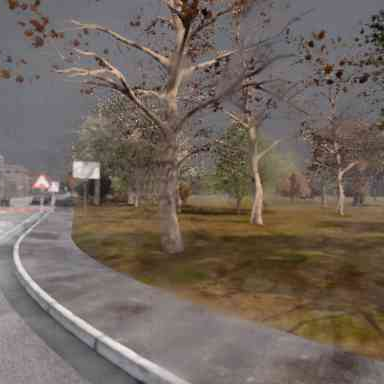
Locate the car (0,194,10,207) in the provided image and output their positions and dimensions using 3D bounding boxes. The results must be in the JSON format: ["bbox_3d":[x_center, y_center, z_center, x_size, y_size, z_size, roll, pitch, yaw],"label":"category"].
[{"bbox_3d":[-21.898,1.025,37.569,1.837,1.490,4.892,0,1,-19],"label":"car"}]

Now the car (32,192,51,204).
[{"bbox_3d":[-22.240,0.978,48.738,1.994,1.385,4.181,0,1,-19],"label":"car"}]
